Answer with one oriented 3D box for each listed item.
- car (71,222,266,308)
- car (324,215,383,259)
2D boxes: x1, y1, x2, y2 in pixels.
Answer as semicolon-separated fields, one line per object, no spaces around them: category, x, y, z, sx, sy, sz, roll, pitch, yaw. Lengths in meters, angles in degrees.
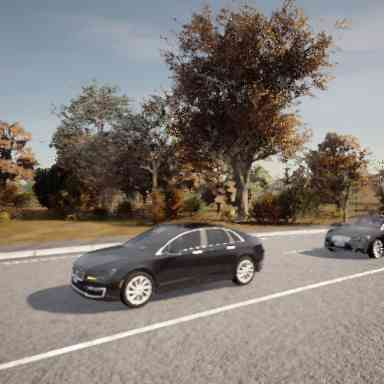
car;-0.336;1.528;8.036;4.892;1.490;1.837;1;0;-35
car;7.372;1.691;13.518;4.902;1.511;2.128;2;-1;-35
